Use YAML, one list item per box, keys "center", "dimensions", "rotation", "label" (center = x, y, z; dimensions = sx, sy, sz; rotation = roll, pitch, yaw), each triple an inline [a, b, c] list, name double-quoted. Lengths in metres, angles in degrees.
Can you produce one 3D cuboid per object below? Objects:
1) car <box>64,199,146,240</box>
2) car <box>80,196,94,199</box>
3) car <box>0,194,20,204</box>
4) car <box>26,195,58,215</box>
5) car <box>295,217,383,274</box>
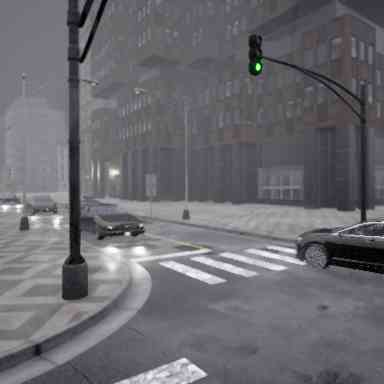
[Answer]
- center: [-4.144, 1.273, 15.660]
  dimensions: [2.033, 1.411, 5.357]
  rotation: [0, 1, -35]
  label: "car"
- center: [-9.305, 1.075, 28.295]
  dimensions: [2.033, 1.411, 5.357]
  rotation: [0, 1, -35]
  label: "car"
- center: [-23.829, 0.886, 43.594]
  dimensions: [1.895, 1.301, 4.718]
  rotation: [0, 1, -35]
  label: "car"
- center: [-12.396, 1.038, 27.303]
  dimensions: [1.837, 1.490, 4.892]
  rotation: [0, 1, -35]
  label: "car"
- center: [4.905, 1.366, 8.249]
  dimensions: [2.128, 1.511, 4.902]
  rotation: [-1, 1, -35]
  label: "car"
